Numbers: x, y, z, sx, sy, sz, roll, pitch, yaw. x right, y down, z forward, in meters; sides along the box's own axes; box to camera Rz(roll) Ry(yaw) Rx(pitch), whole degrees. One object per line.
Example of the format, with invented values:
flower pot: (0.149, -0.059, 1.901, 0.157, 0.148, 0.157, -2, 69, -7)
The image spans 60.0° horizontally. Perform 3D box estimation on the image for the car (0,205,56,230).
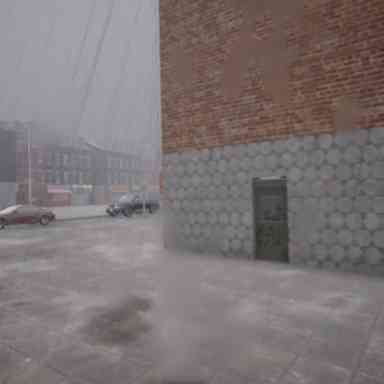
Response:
car: (-11.419, 1.589, 22.012, 1.812, 1.442, 4.674, -2, -1, 37)

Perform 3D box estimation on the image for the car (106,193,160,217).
car: (-5.317, 1.171, 30.688, 2.150, 2.045, 5.566, -2, -1, 35)
